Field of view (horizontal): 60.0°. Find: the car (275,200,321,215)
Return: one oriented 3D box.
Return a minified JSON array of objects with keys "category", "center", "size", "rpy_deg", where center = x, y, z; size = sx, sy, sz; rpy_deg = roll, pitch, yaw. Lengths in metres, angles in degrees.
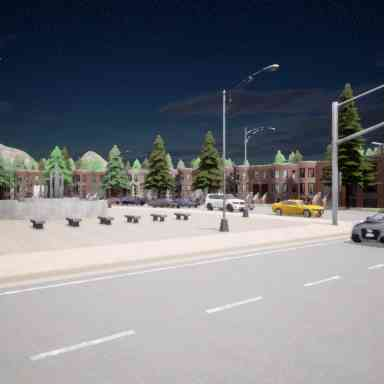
[{"category":"car","center":[11.075,1.564,34.859],"size":[1.994,1.385,4.181],"rpy_deg":[0,0,-37]}]

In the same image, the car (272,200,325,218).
[{"category":"car","center":[9.758,1.478,30.785],"size":[1.882,1.535,5.008],"rpy_deg":[0,0,-37]}]

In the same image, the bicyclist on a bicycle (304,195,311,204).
[{"category":"bicyclist on a bicycle","center":[16.182,1.303,46.625],"size":[1.656,1.620,0.582],"rpy_deg":[0,0,-37]}]

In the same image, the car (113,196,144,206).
[{"category":"car","center":[-9.820,1.601,53.491],"size":[4.718,1.301,1.895],"rpy_deg":[0,0,24]}]

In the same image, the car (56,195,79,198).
[{"category":"car","center":[-23.812,1.505,60.701],"size":[4.892,1.490,1.837],"rpy_deg":[0,0,5]}]

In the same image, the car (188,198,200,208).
[{"category":"car","center":[-1.248,1.547,48.412],"size":[5.357,1.411,2.033],"rpy_deg":[0,0,37]}]

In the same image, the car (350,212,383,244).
[{"category":"car","center":[8.831,1.564,14.635],"size":[4.181,1.385,1.994],"rpy_deg":[0,0,-36]}]

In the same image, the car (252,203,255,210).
[{"category":"car","center":[5.689,1.526,41.745],"size":[1.812,1.442,4.674],"rpy_deg":[0,0,-41]}]

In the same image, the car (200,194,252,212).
[{"category":"car","center":[3.831,1.221,38.651],"size":[2.150,2.045,5.566],"rpy_deg":[0,0,-39]}]

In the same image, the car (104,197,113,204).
[{"category":"car","center":[-14.075,1.564,58.835],"size":[4.181,1.385,1.994],"rpy_deg":[0,0,18]}]

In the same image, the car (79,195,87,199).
[{"category":"car","center":[-22.551,1.352,63.996],"size":[4.553,1.767,2.097],"rpy_deg":[0,0,7]}]

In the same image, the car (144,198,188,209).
[{"category":"car","center":[-3.665,1.547,45.873],"size":[5.357,1.411,2.033],"rpy_deg":[0,0,36]}]

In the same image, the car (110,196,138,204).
[{"category":"car","center":[-12.732,1.504,62.067],"size":[4.892,1.490,1.837],"rpy_deg":[0,0,18]}]
